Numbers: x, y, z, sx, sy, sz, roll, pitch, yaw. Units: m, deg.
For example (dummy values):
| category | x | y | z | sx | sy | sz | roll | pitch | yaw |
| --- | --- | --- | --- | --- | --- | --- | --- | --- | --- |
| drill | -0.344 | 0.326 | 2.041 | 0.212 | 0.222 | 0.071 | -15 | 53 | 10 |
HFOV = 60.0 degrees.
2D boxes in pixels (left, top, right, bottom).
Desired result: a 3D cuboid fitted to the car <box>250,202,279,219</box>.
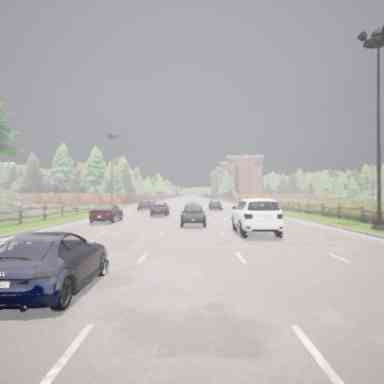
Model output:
| category | x | y | z | sx | sy | sz | roll | pitch | yaw |
| --- | --- | --- | --- | --- | --- | --- | --- | --- | --- |
| car | 7.059 | 1.809 | 32.834 | 1.812 | 1.442 | 4.674 | 0 | 0 | 0 |

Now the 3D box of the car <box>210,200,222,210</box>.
| category | x | y | z | sx | sy | sz | roll | pitch | yaw |
| --- | --- | --- | --- | --- | --- | --- | --- | --- | --- |
| car | 3.470 | 1.932 | 50.988 | 2.128 | 1.511 | 4.902 | 0 | 0 | 0 |

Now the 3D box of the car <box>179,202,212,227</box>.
| category | x | y | z | sx | sy | sz | roll | pitch | yaw |
| --- | --- | --- | --- | --- | --- | --- | --- | --- | --- |
| car | 0.090 | 1.703 | 24.513 | 2.128 | 1.511 | 4.902 | 0 | -1 | 0 |

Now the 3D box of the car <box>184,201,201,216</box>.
| category | x | y | z | sx | sy | sz | roll | pitch | yaw |
| --- | --- | --- | --- | --- | --- | --- | --- | --- | --- |
| car | 0.024 | 1.855 | 38.204 | 1.812 | 1.442 | 4.674 | 0 | 0 | 0 |

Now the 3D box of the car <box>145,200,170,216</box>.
| category | x | y | z | sx | sy | sz | roll | pitch | yaw |
| --- | --- | --- | --- | --- | --- | --- | --- | --- | --- |
| car | -3.454 | 1.806 | 36.380 | 2.128 | 1.511 | 4.902 | 0 | 0 | 0 |

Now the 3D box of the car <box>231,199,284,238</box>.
| category | x | y | z | sx | sy | sz | roll | pitch | yaw |
| --- | --- | --- | --- | --- | --- | --- | --- | --- | --- |
| car | 3.597 | 1.388 | 19.036 | 2.150 | 2.045 | 5.566 | 0 | 0 | 0 |

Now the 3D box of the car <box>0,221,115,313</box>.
| category | x | y | z | sx | sy | sz | roll | pitch | yaw |
| --- | --- | --- | --- | --- | --- | --- | --- | --- | --- |
| car | -3.400 | 1.633 | 7.922 | 1.994 | 1.385 | 4.181 | 0 | 0 | 0 |

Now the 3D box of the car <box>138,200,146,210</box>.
| category | x | y | z | sx | sy | sz | roll | pitch | yaw |
| --- | --- | --- | --- | --- | --- | --- | --- | --- | --- |
| car | -7.029 | 1.928 | 50.588 | 2.128 | 1.511 | 4.902 | 0 | 0 | 0 |

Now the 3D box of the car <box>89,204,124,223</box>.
| category | x | y | z | sx | sy | sz | roll | pitch | yaw |
| --- | --- | --- | --- | --- | --- | --- | --- | --- | --- |
| car | -6.914 | 1.713 | 27.237 | 1.882 | 1.535 | 5.008 | 0 | 0 | 0 |
